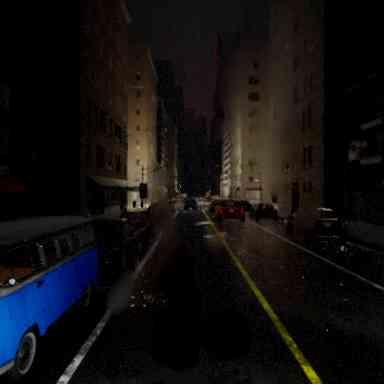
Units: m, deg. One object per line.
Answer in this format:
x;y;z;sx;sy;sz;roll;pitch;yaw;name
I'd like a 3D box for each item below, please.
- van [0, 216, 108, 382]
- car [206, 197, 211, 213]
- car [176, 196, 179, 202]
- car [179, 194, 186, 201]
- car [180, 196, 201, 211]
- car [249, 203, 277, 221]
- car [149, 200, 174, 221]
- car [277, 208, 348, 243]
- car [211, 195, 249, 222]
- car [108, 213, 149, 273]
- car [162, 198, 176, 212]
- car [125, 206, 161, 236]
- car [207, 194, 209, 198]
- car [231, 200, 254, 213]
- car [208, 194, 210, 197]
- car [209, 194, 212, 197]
-2.696;1.330;5.101;1.690;1.788;3.998;0;0;0;van
2.870;1.581;36.644;1.994;1.385;4.181;0;0;0;car
-2.808;1.434;38.109;1.967;1.590;4.097;0;0;0;car
-2.899;1.620;75.212;1.802;1.307;4.206;0;0;0;car
-0.152;1.554;42.174;2.033;1.411;5.357;0;0;0;car
5.754;1.577;27.135;2.008;1.369;4.403;0;0;0;car
-2.771;1.557;27.106;1.947;1.339;4.313;0;0;0;car
5.792;1.465;16.132;1.967;1.590;4.097;0;0;0;car
2.953;1.367;26.772;2.097;1.767;4.553;0;0;0;car
-2.715;1.555;10.602;1.947;1.339;4.313;0;0;0;car
-2.790;1.574;32.607;1.802;1.307;4.206;0;0;0;car
-2.733;1.571;16.104;1.802;1.307;4.206;0;0;0;car
5.609;1.646;86.045;2.008;1.369;4.403;0;0;0;car
5.717;1.595;38.137;1.947;1.339;4.313;0;0;0;car
5.616;1.609;80.807;1.752;1.417;4.829;0;0;0;car
5.626;1.513;75.227;1.967;1.590;4.097;0;0;0;car
